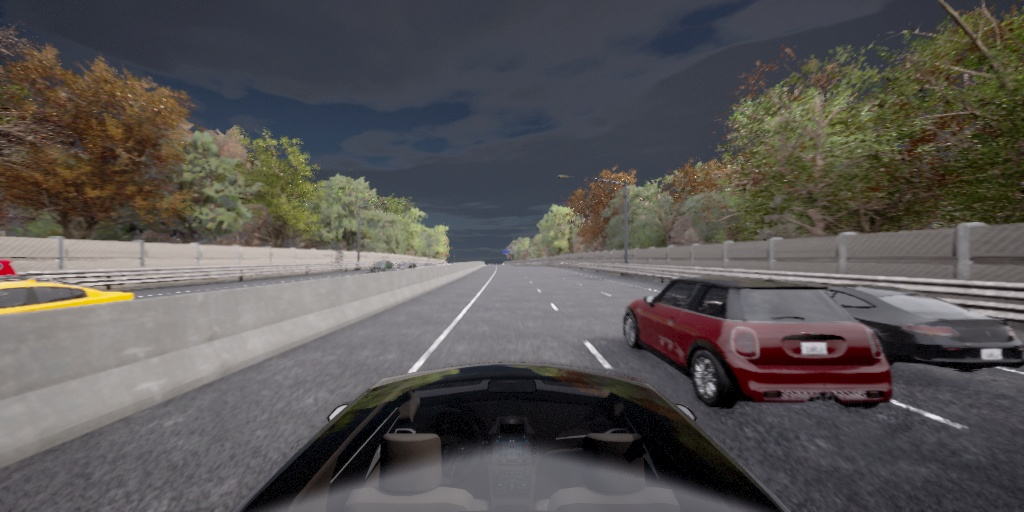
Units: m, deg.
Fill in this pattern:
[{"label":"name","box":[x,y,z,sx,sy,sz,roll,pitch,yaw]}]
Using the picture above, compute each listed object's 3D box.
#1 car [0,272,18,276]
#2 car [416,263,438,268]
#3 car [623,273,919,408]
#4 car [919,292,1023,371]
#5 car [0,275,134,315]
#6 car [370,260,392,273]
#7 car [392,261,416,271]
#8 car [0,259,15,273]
[{"label":"car","box":[-14.111,1.314,9.386,1.837,1.490,4.892,0,0,0]},{"label":"car","box":[-11.130,1.613,48.519,1.895,1.301,4.718,0,0,-1]},{"label":"car","box":[3.591,1.122,6.391,2.097,1.767,4.553,0,0,0]},{"label":"car","box":[7.090,1.298,7.609,1.812,1.442,4.674,0,0,0]},{"label":"car","box":[-10.606,1.271,7.092,1.882,1.535,5.008,0,0,0]},{"label":"car","box":[-18.191,1.381,50.304,2.097,1.767,4.553,0,0,-1]},{"label":"car","box":[-14.690,1.517,50.329,2.128,1.511,4.902,0,0,-1]},{"label":"car","box":[-17.589,1.018,9.803,2.150,2.045,5.566,1,-1,0]}]
